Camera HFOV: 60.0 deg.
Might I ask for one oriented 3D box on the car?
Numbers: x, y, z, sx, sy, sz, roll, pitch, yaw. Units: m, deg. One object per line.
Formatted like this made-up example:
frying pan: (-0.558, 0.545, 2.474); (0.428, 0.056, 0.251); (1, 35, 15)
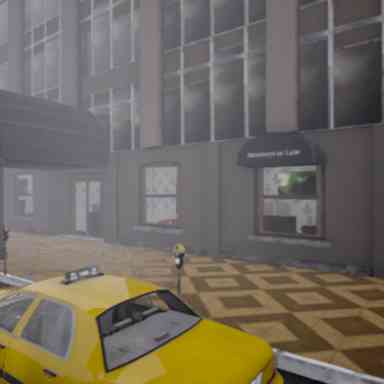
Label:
car: (-1.448, 1.551, 3.915); (4.829, 1.417, 1.752); (-1, 0, 36)
